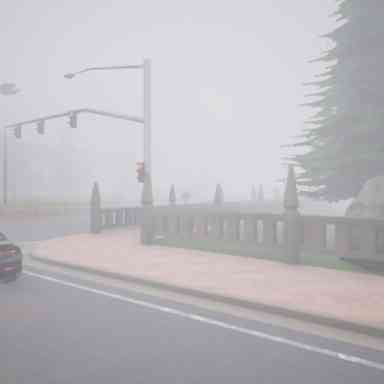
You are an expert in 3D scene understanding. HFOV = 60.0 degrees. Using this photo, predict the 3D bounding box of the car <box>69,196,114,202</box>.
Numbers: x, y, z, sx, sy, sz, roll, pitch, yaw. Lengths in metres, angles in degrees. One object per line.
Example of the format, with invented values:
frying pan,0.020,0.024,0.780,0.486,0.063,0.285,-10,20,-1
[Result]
car,-12.405,1.582,41.291,1.812,1.442,4.674,0,0,36

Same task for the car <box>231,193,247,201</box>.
car,7.698,0.865,57.078,2.128,1.511,4.902,0,4,35

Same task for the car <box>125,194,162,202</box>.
car,-7.036,1.536,48.788,1.837,1.490,4.892,0,1,36

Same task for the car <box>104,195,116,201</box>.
car,-13.392,1.554,45.917,2.128,1.511,4.902,0,0,36

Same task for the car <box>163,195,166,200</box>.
car,-6.803,1.220,61.108,1.837,1.490,4.892,0,3,36

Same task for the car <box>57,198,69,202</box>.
car,-18.587,1.573,44.682,1.837,1.490,4.892,0,0,36

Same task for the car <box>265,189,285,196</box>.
car,16.446,-0.067,63.334,2.128,1.511,4.902,0,6,35

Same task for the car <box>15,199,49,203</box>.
car,-17.515,1.621,34.185,1.994,1.385,4.181,0,0,36

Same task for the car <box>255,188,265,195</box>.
car,13.634,-0.017,65.419,2.033,1.411,5.357,0,6,35

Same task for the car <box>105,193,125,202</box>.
car,-12.880,1.266,52.636,2.150,2.045,5.566,0,1,36

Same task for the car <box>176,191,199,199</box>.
car,-0.865,0.901,57.381,2.150,2.045,5.566,0,3,36

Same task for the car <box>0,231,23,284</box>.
car,-6.184,1.521,8.446,4.892,1.490,1.837,0,0,36

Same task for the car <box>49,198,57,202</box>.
car,-18.892,1.610,38.261,2.033,1.411,5.357,0,0,36

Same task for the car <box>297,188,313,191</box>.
car,21.689,-0.821,64.666,2.150,2.045,5.566,0,7,35

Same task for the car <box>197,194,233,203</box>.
car,3.126,1.480,44.623,1.837,1.490,4.892,0,1,35
